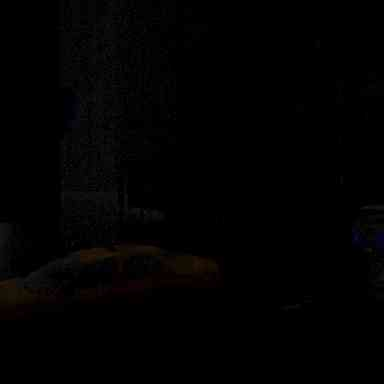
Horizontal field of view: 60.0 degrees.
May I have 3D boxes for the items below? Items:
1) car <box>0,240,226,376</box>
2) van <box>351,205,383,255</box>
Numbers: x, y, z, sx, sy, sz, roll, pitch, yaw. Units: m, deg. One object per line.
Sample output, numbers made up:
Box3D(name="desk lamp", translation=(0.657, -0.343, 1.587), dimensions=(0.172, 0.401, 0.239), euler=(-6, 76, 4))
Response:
Box3D(name="car", translation=(-1.634, 1.525, 5.487), dimensions=(4.829, 1.417, 1.752), euler=(0, 0, -36))
Box3D(name="van", translation=(7.345, 1.341, 11.919), dimensions=(3.998, 1.788, 1.690), euler=(0, 0, -36))
